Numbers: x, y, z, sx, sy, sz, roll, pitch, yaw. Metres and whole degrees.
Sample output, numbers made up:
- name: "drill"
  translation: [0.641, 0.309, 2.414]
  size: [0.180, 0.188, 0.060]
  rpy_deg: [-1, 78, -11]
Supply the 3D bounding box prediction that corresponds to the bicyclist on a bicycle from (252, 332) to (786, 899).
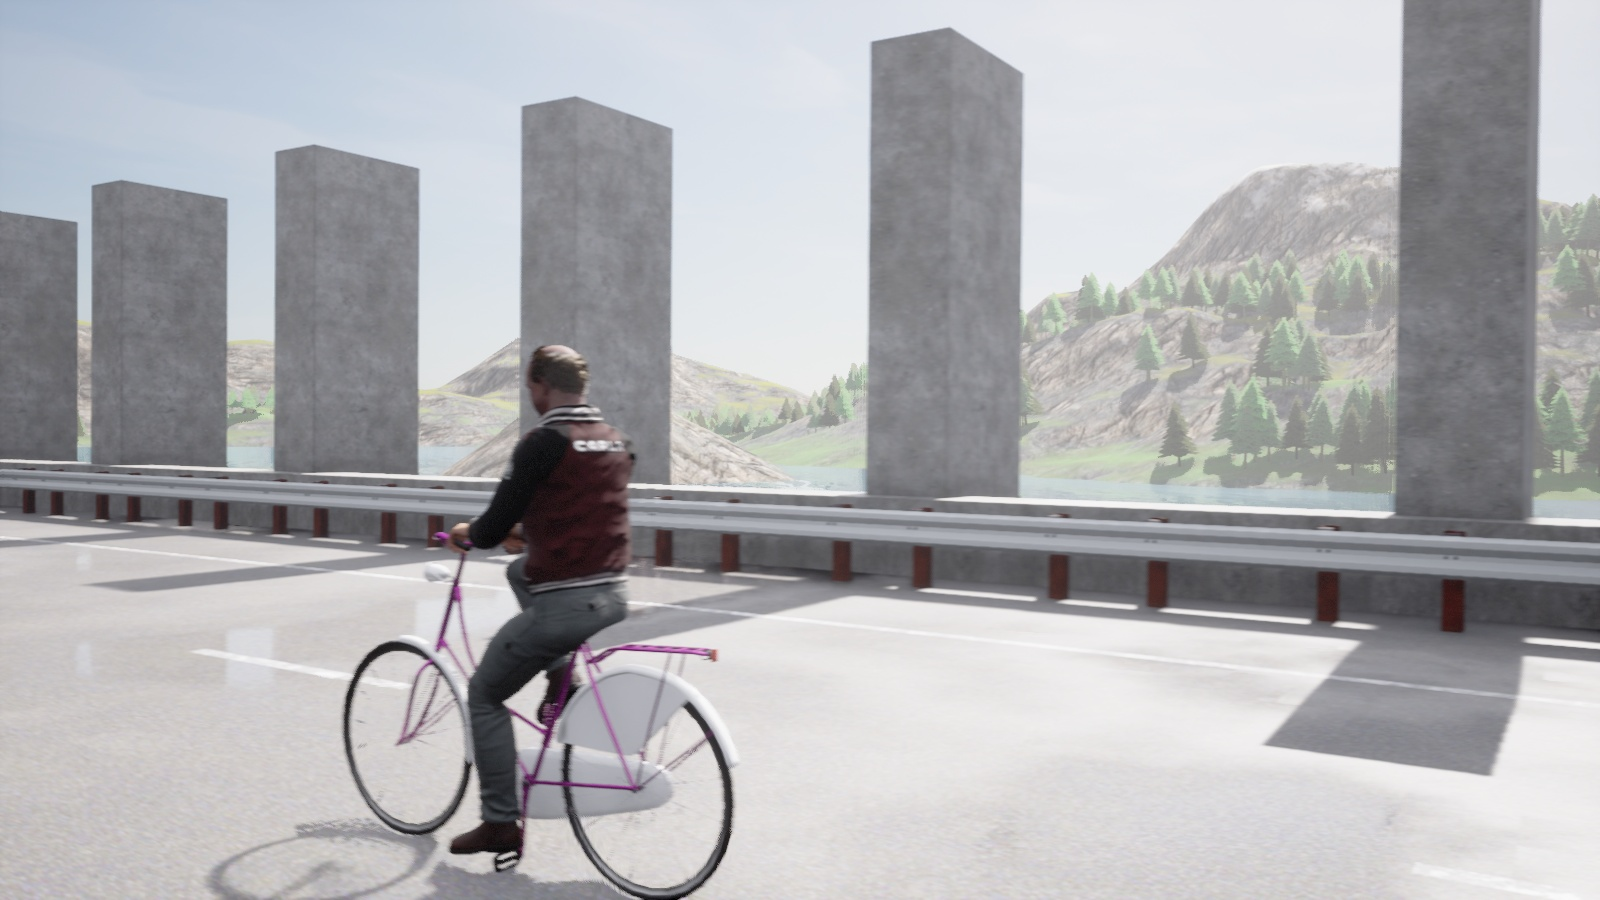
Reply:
- name: "bicyclist on a bicycle"
  translation: [-1.003, 0.552, 4.275]
  size: [1.843, 1.776, 0.659]
  rpy_deg: [0, 1, 33]
